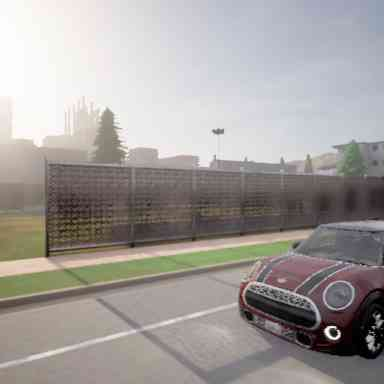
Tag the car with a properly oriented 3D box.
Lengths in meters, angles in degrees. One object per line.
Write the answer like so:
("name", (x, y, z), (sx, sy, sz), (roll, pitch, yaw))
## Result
("car", (3.011, 1.352, 6.077), (4.553, 1.767, 2.097), (0, 0, -35))
